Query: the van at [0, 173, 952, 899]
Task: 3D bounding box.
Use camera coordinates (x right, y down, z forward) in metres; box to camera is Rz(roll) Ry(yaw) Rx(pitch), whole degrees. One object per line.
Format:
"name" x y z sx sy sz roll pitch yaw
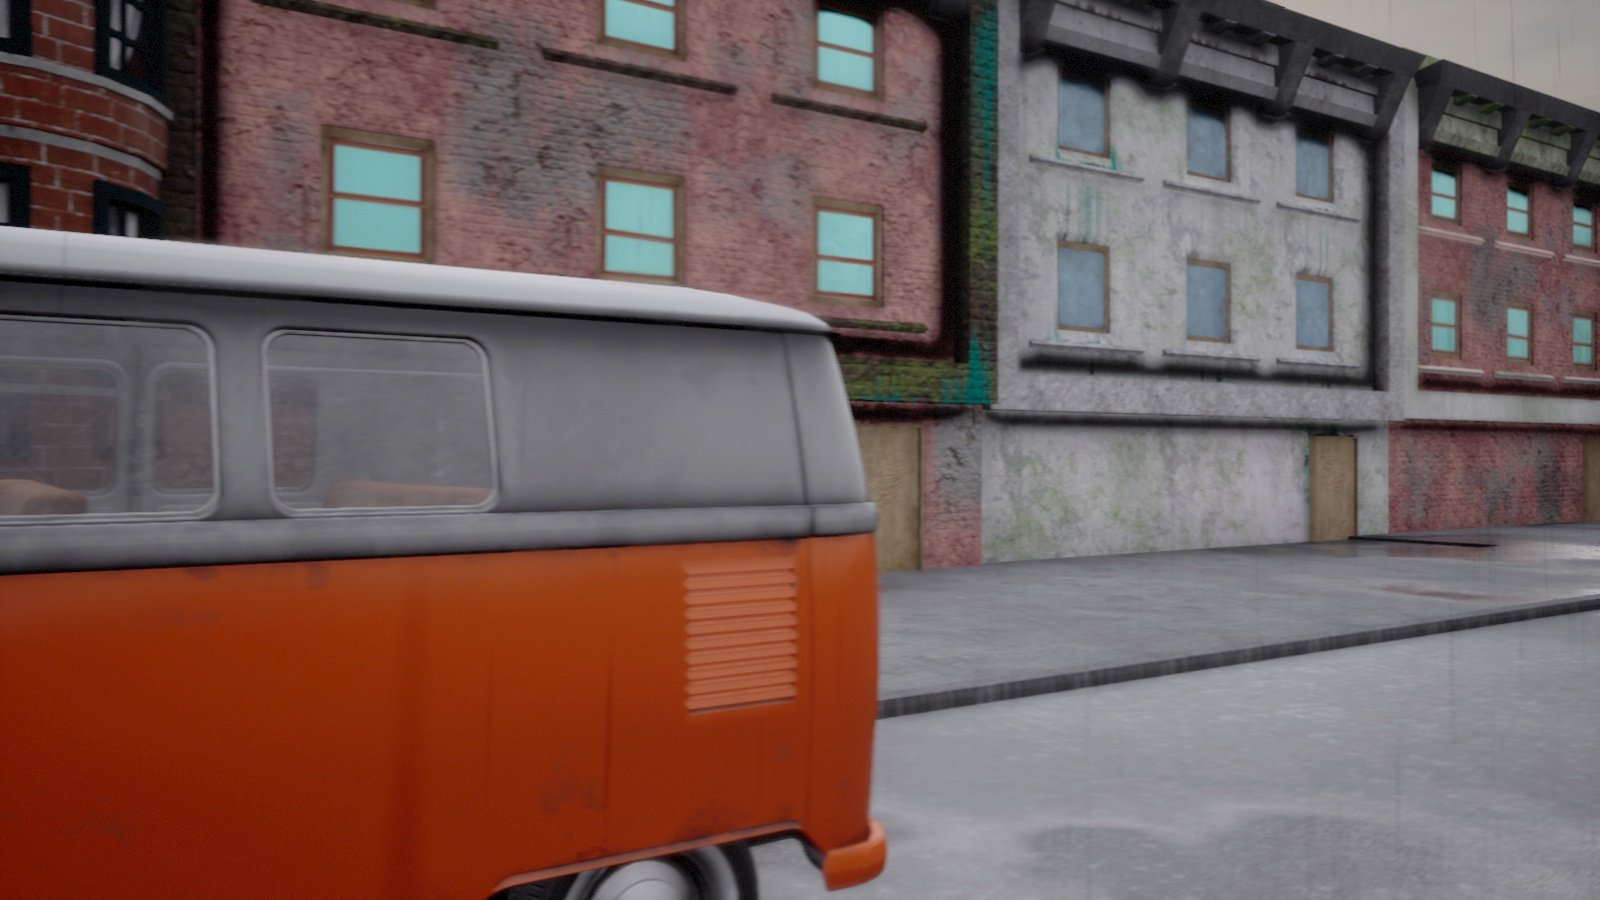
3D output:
"van" -1.911 0.509 2.937 4.442 1.987 1.775 0 0 -35
